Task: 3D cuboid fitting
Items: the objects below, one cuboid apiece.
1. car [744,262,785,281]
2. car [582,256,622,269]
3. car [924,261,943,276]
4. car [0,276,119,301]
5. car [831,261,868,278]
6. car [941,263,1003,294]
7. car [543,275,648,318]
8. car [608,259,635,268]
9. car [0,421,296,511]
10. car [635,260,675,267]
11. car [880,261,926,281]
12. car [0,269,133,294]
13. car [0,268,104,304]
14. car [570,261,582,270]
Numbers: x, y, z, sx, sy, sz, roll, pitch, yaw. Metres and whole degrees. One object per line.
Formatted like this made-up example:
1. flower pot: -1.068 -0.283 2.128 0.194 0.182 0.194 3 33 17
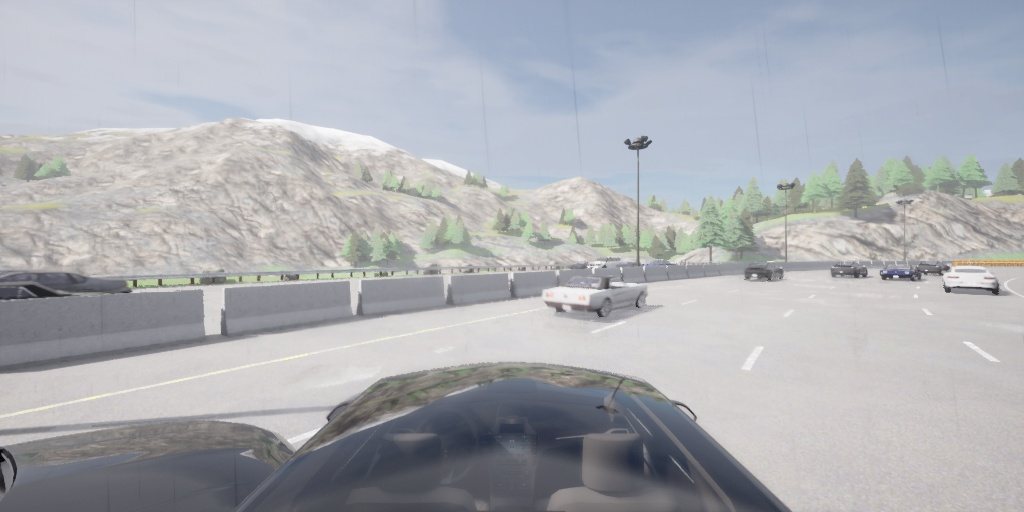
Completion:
1. car: 21.147 1.257 30.003 4.892 1.490 1.837 -1 0 -39
2. car: 11.884 1.077 45.254 5.566 2.045 2.150 0 0 -38
3. car: 43.311 1.241 36.877 4.902 1.511 2.128 0 0 -31
4. car: -13.753 1.351 9.194 1.895 1.301 4.718 0 0 37
5. car: 31.373 1.241 33.354 4.902 1.511 2.128 0 0 -35
6. car: 25.864 1.275 20.299 4.674 1.442 1.812 0 0 -40
7. car: 3.249 1.350 13.122 1.895 1.301 4.718 0 0 42
8. car: 13.655 1.315 42.190 4.181 1.385 1.994 0 0 -38
9. car: -2.983 1.255 0.544 4.892 1.490 1.837 0 0 -45
10. car: 16.231 1.232 39.768 5.008 1.535 1.882 0 0 -38
11. car: 32.303 1.351 29.742 4.718 1.301 1.895 0 0 -35
12. car: -18.842 1.297 14.083 2.033 1.411 5.357 0 0 37
13. car: -21.997 1.298 15.685 2.033 1.411 5.357 0 0 37
14. car: 9.717 1.325 48.003 4.181 1.385 1.994 0 0 -38
